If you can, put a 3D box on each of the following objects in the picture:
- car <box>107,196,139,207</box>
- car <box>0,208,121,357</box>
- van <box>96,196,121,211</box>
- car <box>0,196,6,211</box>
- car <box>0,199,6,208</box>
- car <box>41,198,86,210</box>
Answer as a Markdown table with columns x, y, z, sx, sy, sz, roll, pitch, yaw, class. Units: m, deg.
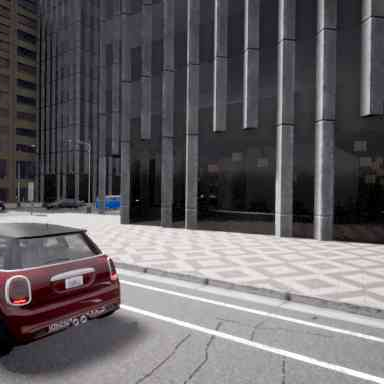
| x | y | z | sx | sy | sz | roll | pitch | yaw | class |
| --- | --- | --- | --- | --- | --- | --- | --- | --- | --- |
| -10.209 | 1.428 | 49.578 | 1.812 | 1.442 | 4.674 | 1 | 1 | 36 | car |
| -3.474 | 1.349 | 6.155 | 4.553 | 1.767 | 2.097 | 0 | 0 | 35 | car |
| -9.690 | 1.339 | 40.271 | 1.690 | 1.788 | 3.998 | 1 | 1 | 36 | van |
| -22.972 | 1.323 | 36.432 | 1.967 | 1.590 | 4.097 | 1 | 1 | 36 | car |
| -21.543 | 1.277 | 33.784 | 2.097 | 1.767 | 4.553 | 1 | 1 | 35 | car |
| -15.955 | 1.461 | 41.607 | 2.033 | 1.411 | 5.357 | 1 | 1 | 36 | car |
